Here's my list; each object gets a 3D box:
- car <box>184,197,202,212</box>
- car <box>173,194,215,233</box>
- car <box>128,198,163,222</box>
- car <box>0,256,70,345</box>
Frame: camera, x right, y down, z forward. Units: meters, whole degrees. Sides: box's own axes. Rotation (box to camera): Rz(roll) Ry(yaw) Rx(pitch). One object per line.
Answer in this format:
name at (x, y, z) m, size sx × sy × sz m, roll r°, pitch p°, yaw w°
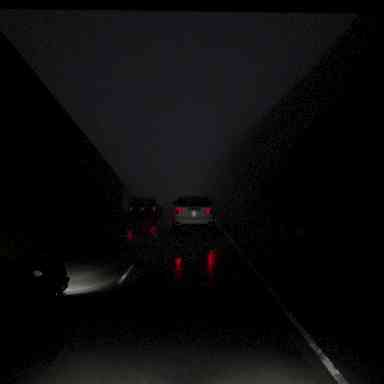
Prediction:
car at (0.092, 1.293, 36.041) m, size 1.812 × 1.442 × 4.674 m, roll 0°, pitch 0°, yaw 0°
car at (0.099, 1.099, 18.950) m, size 2.150 × 2.045 × 5.566 m, roll 0°, pitch 0°, yaw 0°
car at (-3.402, 1.192, 24.970) m, size 2.097 × 1.767 × 4.553 m, roll 0°, pitch 1°, yaw 0°
car at (-3.399, 1.519, 4.297) m, size 2.033 × 1.411 × 5.357 m, roll 0°, pitch 0°, yaw 0°
